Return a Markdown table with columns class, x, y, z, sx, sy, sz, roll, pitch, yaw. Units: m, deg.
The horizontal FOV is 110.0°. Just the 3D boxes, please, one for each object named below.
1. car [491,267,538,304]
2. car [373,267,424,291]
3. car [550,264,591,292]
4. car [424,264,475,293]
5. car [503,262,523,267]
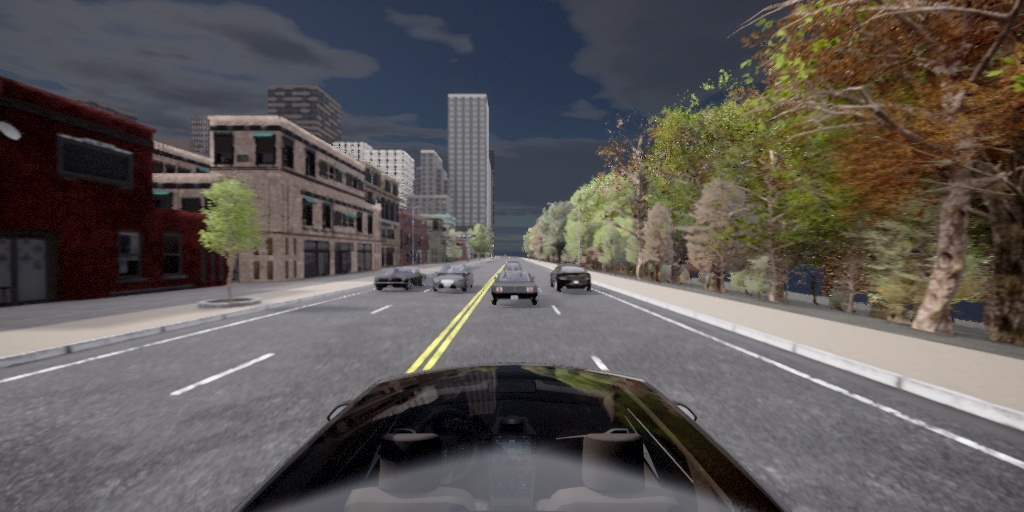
| class | x | y | z | sx | sy | sz | roll | pitch | yaw |
| --- | --- | --- | --- | --- | --- | --- | --- | --- | --- |
| car | 0.101 | 1.337 | 16.247 | 1.895 | 1.301 | 4.718 | 0 | 0 | 0 |
| car | -6.538 | 1.332 | 21.436 | 1.895 | 1.301 | 4.718 | 0 | 0 | 1 |
| car | 3.352 | 1.209 | 21.240 | 1.882 | 1.535 | 5.008 | 0 | 0 | 0 |
| car | -3.293 | 1.223 | 20.820 | 2.128 | 1.511 | 4.902 | 0 | 0 | 1 |
| car | 0.105 | 1.263 | 35.866 | 2.033 | 1.411 | 5.357 | 0 | 0 | 0 |
